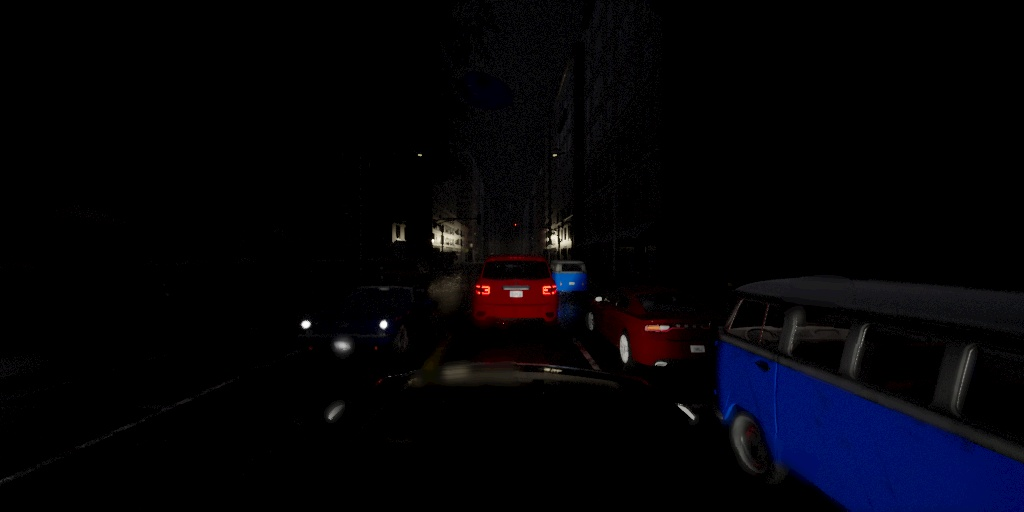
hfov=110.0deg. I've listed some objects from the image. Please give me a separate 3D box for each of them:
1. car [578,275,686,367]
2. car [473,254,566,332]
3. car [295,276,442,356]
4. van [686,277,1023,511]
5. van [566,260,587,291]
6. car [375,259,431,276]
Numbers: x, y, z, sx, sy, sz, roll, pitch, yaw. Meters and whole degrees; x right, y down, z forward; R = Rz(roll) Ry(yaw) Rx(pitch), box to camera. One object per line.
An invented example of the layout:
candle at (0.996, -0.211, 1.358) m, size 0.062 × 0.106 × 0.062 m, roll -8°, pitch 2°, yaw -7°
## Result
car at (2.864, 1.294, 7.750) m, size 1.888 × 1.381 × 4.507 m, roll 0°, pitch 0°, yaw 0°
car at (0.114, 0.970, 10.972) m, size 2.150 × 2.045 × 5.566 m, roll 0°, pitch 0°, yaw 0°
car at (-3.090, 1.350, 8.780) m, size 1.895 × 1.301 × 4.718 m, roll 0°, pitch 0°, yaw 0°
van at (2.856, 1.091, 2.089) m, size 1.690 × 1.789 × 3.998 m, roll 0°, pitch 0°, yaw 0°
van at (2.881, 1.086, 19.071) m, size 1.690 × 1.789 × 3.998 m, roll 0°, pitch 0°, yaw 0°
car at (-5.644, 1.060, 19.043) m, size 2.192 × 1.841 × 5.009 m, roll 0°, pitch 0°, yaw 0°
